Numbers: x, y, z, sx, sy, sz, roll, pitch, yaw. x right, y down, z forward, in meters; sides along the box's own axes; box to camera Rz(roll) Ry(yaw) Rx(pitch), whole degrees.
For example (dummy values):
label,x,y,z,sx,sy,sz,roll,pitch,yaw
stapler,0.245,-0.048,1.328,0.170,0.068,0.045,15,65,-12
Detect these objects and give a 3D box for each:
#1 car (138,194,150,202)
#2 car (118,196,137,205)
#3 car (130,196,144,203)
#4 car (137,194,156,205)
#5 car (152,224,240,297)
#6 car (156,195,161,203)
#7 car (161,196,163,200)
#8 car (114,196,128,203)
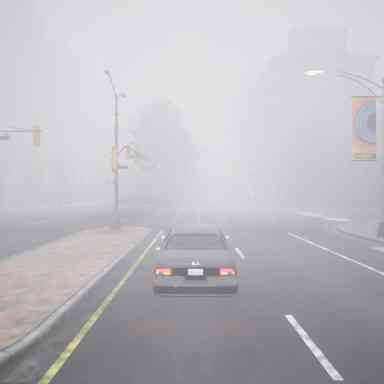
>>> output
label,x,y,z,sx,sy,sz,roll,pitch,yaw
car,-11.421,1.355,79.526,2.097,1.767,4.553,0,0,0
car,-11.509,1.491,59.594,2.128,1.511,4.902,0,0,0
car,-11.431,1.525,69.515,2.128,1.511,4.902,0,0,0
car,-8.014,1.564,58.910,1.994,1.385,4.181,0,0,1
car,0.083,1.547,8.752,2.033,1.411,5.357,0,0,0
car,-7.951,1.525,67.428,1.812,1.442,4.674,0,0,1
car,-7.922,1.500,77.757,1.837,1.490,4.892,0,0,0
car,-14.680,1.594,69.396,1.895,1.301,4.718,0,0,0
